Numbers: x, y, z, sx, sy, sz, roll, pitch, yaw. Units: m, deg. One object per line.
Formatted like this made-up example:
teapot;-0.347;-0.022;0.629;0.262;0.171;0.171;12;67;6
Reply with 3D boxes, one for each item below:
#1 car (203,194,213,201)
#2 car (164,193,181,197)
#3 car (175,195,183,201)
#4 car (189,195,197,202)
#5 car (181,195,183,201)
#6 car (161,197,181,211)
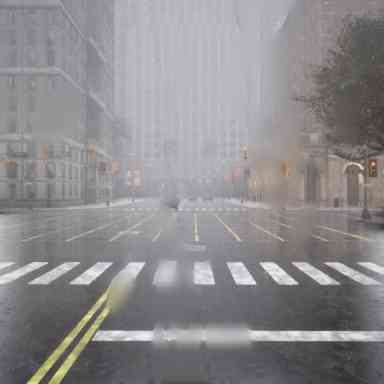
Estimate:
car;3.717;1.275;78.527;2.097;1.767;4.553;0;0;1
car;-3.552;1.218;56.450;2.150;2.045;5.566;0;0;0
car;-3.235;1.472;82.984;1.882;1.535;5.008;0;0;1
car;0.217;1.444;78.594;2.128;1.511;4.902;0;0;1
car;-3.382;1.499;69.529;1.837;1.490;4.892;0;0;1
car;-2.855;1.598;41.579;1.895;1.301;4.718;0;0;-8
